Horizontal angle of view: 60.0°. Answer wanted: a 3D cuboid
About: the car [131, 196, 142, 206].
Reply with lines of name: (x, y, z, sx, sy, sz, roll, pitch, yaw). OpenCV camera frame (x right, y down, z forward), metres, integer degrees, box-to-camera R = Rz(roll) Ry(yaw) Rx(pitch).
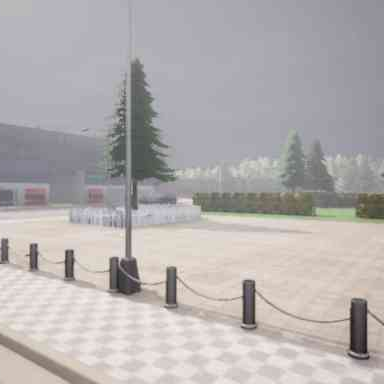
car: (-8.272, 1.368, 53.390, 1.837, 1.490, 4.892, 0, 0, 36)

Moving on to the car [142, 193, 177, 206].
car: (-4.677, 1.098, 52.383, 2.150, 2.045, 5.566, 0, 0, 36)
